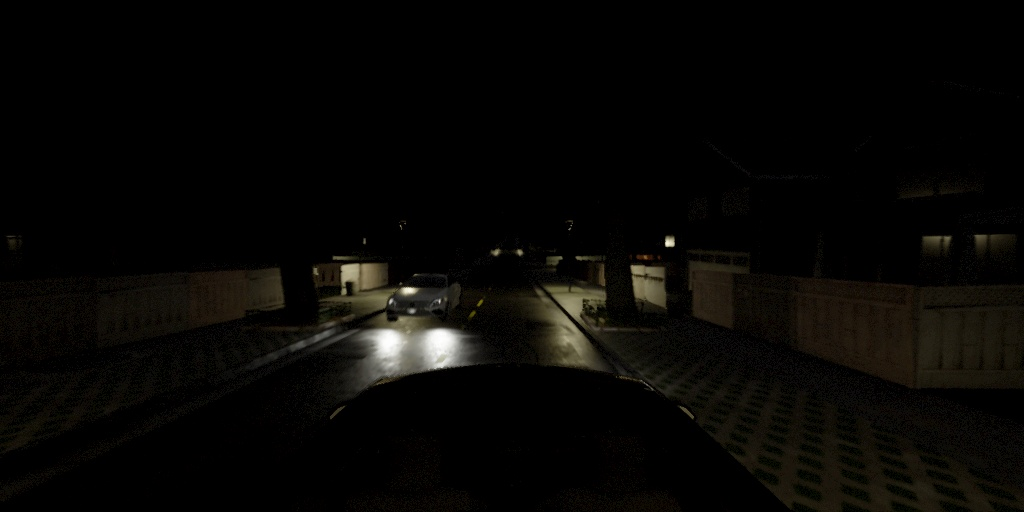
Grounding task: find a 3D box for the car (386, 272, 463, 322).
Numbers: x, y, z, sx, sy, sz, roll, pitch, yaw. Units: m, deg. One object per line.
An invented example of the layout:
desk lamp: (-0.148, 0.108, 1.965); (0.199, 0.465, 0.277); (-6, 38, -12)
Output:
car: (-2.852, 1.310, 12.546); (1.812, 1.442, 4.674); (0, 0, 0)
